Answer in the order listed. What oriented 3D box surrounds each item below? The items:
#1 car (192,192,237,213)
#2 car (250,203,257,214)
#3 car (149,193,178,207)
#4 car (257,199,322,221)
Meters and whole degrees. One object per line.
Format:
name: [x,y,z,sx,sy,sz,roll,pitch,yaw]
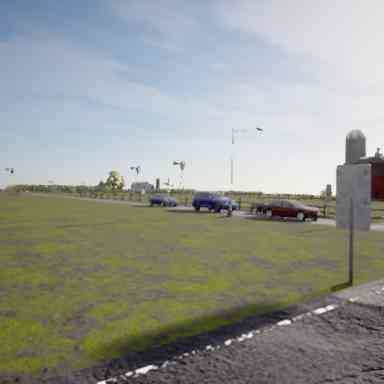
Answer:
car: [2.229,1.014,34.775,2.150,2.045,5.566,2,0,-36]
car: [7.799,1.434,32.112,2.128,1.511,4.902,2,0,-36]
car: [-3.667,1.003,42.897,2.097,1.767,4.553,2,0,-36]
car: [7.972,1.411,26.857,1.882,1.535,5.008,2,0,-36]
